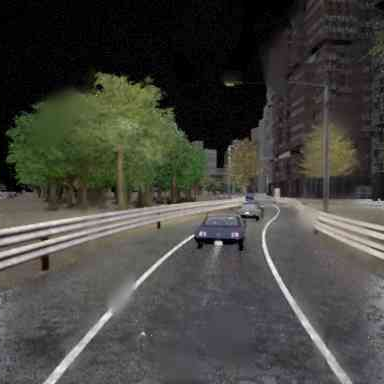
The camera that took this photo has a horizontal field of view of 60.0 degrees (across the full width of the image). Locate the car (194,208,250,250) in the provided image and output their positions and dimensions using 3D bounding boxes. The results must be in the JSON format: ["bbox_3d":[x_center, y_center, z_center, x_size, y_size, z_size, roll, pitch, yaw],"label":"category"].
[{"bbox_3d":[1.410,1.607,14.540,1.895,1.301,4.718,0,0,11],"label":"car"}]

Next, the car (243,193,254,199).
[{"bbox_3d":[14.088,1.189,83.239,2.150,2.045,5.566,0,0,-2],"label":"car"}]

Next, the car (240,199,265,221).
[{"bbox_3d":[4.860,1.584,27.499,1.994,1.385,4.181,0,0,18],"label":"car"}]
